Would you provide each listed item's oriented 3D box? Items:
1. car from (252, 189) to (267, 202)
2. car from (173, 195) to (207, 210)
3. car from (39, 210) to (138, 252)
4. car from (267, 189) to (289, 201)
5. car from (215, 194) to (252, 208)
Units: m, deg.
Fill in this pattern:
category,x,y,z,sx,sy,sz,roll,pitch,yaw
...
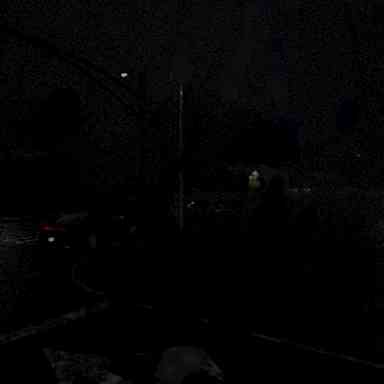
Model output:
category,x,y,z,sx,sy,sz,roll,pitch,yaw
car,11.352,0.620,54.568,2.150,2.045,5.566,0,1,35
car,-0.176,1.165,38.398,2.128,1.511,4.902,0,1,35
car,-4.137,1.487,14.181,1.882,1.535,5.008,-2,0,20
car,14.026,0.510,52.721,1.812,1.442,4.674,0,1,35
car,4.797,1.148,39.806,2.033,1.411,5.357,0,1,35
